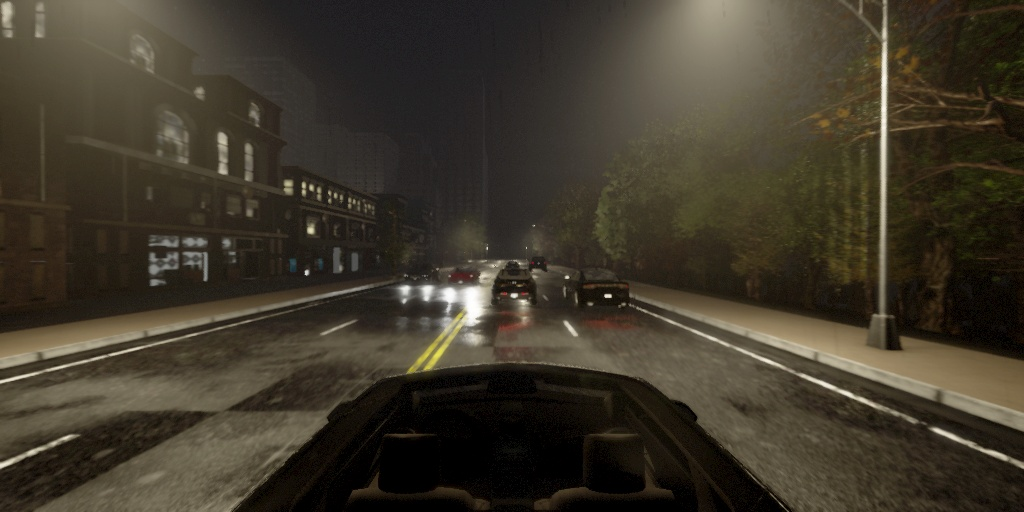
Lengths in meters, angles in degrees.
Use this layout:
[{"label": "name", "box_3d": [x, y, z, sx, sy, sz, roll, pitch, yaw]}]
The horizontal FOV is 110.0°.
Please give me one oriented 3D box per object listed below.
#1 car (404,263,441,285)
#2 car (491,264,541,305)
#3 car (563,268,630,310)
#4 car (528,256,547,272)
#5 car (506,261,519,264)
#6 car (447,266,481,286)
[{"label": "car", "box_3d": [-6.597, 1.299, 26.822, 1.837, 1.490, 4.892, 0, 0, 0]}, {"label": "car", "box_3d": [0.097, 1.281, 16.311, 1.837, 1.490, 4.892, 0, 0, 0]}, {"label": "car", "box_3d": [3.347, 1.251, 14.972, 1.882, 1.535, 5.008, 0, 0, 0]}, {"label": "car", "box_3d": [3.341, 1.045, 47.536, 2.150, 2.045, 5.566, 0, 0, 0]}, {"label": "car", "box_3d": [0.090, 1.393, 51.467, 1.994, 1.385, 4.181, 0, 0, 0]}, {"label": "car", "box_3d": [-3.351, 1.392, 25.567, 1.895, 1.301, 4.718, 0, 0, 0]}]
